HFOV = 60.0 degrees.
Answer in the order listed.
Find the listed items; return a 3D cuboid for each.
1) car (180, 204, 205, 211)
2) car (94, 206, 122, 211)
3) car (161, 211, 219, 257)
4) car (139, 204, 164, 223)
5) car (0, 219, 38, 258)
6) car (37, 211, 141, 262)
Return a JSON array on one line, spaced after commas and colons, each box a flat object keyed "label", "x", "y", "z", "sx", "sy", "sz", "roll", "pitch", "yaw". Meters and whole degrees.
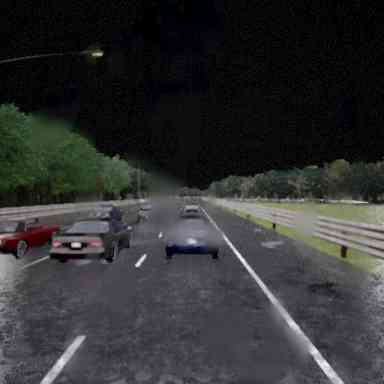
[{"label": "car", "x": 0.018, "y": 1.794, "z": 28.515, "sx": 1.837, "sy": 1.490, "sz": 4.892, "roll": 0, "pitch": 0, "yaw": 0}, {"label": "car", "x": -6.992, "y": 1.824, "z": 27.559, "sx": 2.033, "sy": 1.411, "sz": 5.357, "roll": 0, "pitch": -1, "yaw": 0}, {"label": "car", "x": 0.017, "y": 1.698, "z": 13.503, "sx": 1.994, "sy": 1.385, "sz": 4.181, "roll": 0, "pitch": 0, "yaw": 1}, {"label": "car", "x": -3.482, "y": 1.779, "z": 28.522, "sx": 2.128, "sy": 1.511, "sz": 4.902, "roll": 0, "pitch": 0, "yaw": 0}, {"label": "car", "x": -6.985, "y": 1.732, "z": 13.270, "sx": 1.895, "sy": 1.301, "sz": 4.718, "roll": 0, "pitch": -1, "yaw": 0}, {"label": "car", "x": -3.492, "y": 1.672, "z": 12.556, "sx": 2.033, "sy": 1.411, "sz": 5.357, "roll": 0, "pitch": -1, "yaw": 0}]
